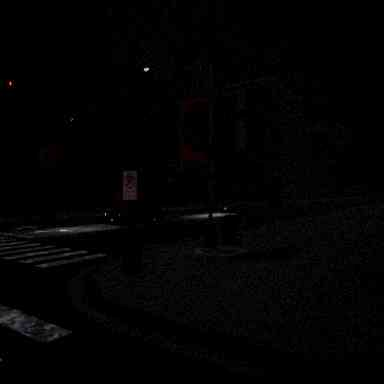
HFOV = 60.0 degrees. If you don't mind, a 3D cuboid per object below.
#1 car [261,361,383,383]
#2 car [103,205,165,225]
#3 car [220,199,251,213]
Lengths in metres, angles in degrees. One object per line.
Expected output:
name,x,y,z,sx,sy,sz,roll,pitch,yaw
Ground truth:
car,2.176,1.551,1.294,4.403,1.369,2.008,0,0,36
car,-4.214,1.626,24.613,1.895,1.301,4.718,0,0,35
car,4.968,1.549,37.599,2.128,1.511,4.902,0,0,35
